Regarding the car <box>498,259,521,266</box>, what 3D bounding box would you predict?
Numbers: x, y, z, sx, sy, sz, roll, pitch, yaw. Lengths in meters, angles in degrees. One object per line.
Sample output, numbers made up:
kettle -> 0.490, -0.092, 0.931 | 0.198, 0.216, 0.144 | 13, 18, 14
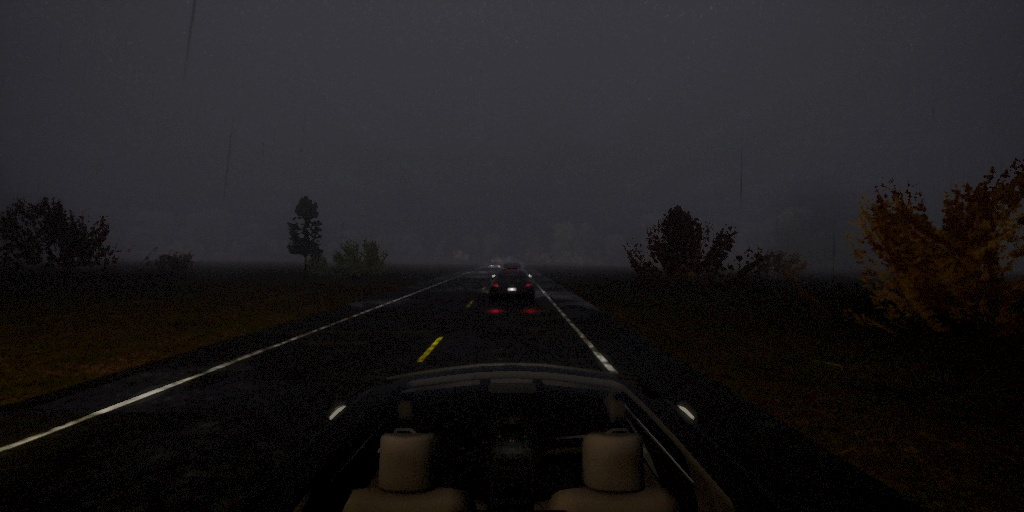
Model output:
car -> 0.000, 1.243, 31.500 | 1.882, 1.535, 5.008 | 0, 0, 0

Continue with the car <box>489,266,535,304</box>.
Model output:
car -> 0.000, 1.324, 16.500 | 1.994, 1.385, 4.181 | 0, 0, 0
